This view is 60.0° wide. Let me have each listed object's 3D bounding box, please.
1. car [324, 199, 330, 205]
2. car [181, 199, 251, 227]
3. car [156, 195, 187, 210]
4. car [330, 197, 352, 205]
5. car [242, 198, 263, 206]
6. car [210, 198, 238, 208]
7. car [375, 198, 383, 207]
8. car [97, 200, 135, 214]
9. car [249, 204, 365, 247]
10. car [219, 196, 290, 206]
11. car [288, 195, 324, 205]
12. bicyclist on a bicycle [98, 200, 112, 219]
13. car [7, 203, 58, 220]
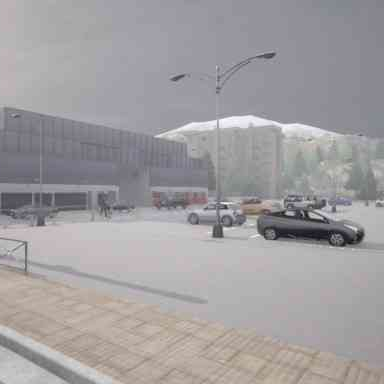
[{"bbox_3d":[13.770,1.290,40.353,4.605,1.855,1.932,0,0,35],"label":"car"},{"bbox_3d":[1.550,1.425,21.903,3.806,1.475,1.970,0,0,35],"label":"car"},{"bbox_3d":[-2.729,1.401,47.056,2.150,2.045,5.566,0,0,36],"label":"car"},{"bbox_3d":[24.653,1.567,55.417,3.633,1.501,1.845,0,0,35],"label":"car"},{"bbox_3d":[10.871,1.780,59.827,1.895,1.301,4.718,0,0,35],"label":"car"},{"bbox_3d":[5.084,1.670,51.691,2.128,1.511,4.902,0,0,36],"label":"car"},{"bbox_3d":[28.973,1.576,48.688,3.806,1.475,1.970,0,0,35],"label":"car"},{"bbox_3d":[-8.763,1.671,38.608,2.128,1.511,4.902,0,0,35],"label":"car"},{"bbox_3d":[5.171,1.490,14.833,4.514,1.523,2.007,0,0,35],"label":"car"},{"bbox_3d":[5.006,1.346,27.320,5.027,1.636,2.152,0,0,35],"label":"car"},{"bbox_3d":[12.422,1.270,37.747,3.866,1.878,1.905,0,0,35],"label":"car"},{"bbox_3d":[-7.281,1.479,27.787,1.656,1.620,0.582,0,0,35],"label":"bicyclist on a bicycle"},{"bbox_3d":[-14.525,1.743,30.513,1.994,1.385,4.181,0,0,35],"label":"car"}]
